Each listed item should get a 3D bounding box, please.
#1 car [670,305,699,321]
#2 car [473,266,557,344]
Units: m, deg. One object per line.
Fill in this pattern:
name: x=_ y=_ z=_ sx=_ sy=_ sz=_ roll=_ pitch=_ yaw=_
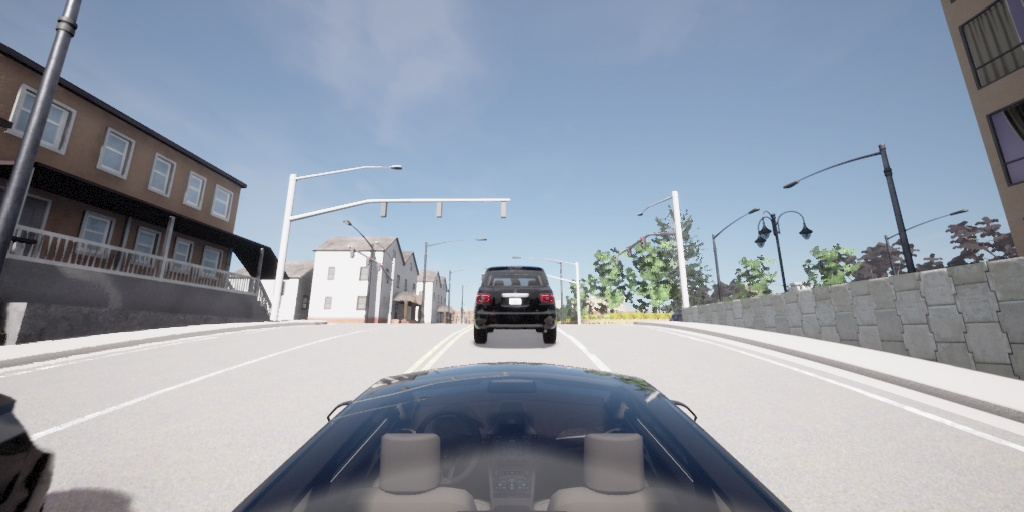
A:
car: x=16.939 y=5.322 z=31.715 sx=5.566 sy=2.045 sz=2.150 roll=0 pitch=-12 yaw=1
car: x=0.089 y=1.502 z=11.199 sx=2.150 sy=2.045 sz=5.566 roll=0 pitch=-7 yaw=0
